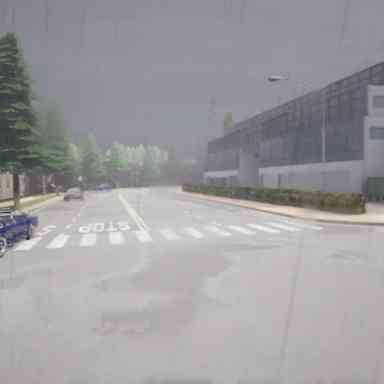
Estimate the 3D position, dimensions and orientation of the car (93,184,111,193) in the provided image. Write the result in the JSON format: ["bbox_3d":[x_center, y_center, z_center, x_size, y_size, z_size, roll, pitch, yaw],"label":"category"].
[{"bbox_3d":[-16.803,-0.817,62.301,1.882,1.535,5.008,-1,2,8],"label":"car"}]

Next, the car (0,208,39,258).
[{"bbox_3d":[-6.805,1.280,11.280,1.895,1.301,4.718,-2,2,-10],"label":"car"}]

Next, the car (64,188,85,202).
[{"bbox_3d":[-13.332,0.288,37.717,1.812,1.442,4.674,-2,3,-14],"label":"car"}]
